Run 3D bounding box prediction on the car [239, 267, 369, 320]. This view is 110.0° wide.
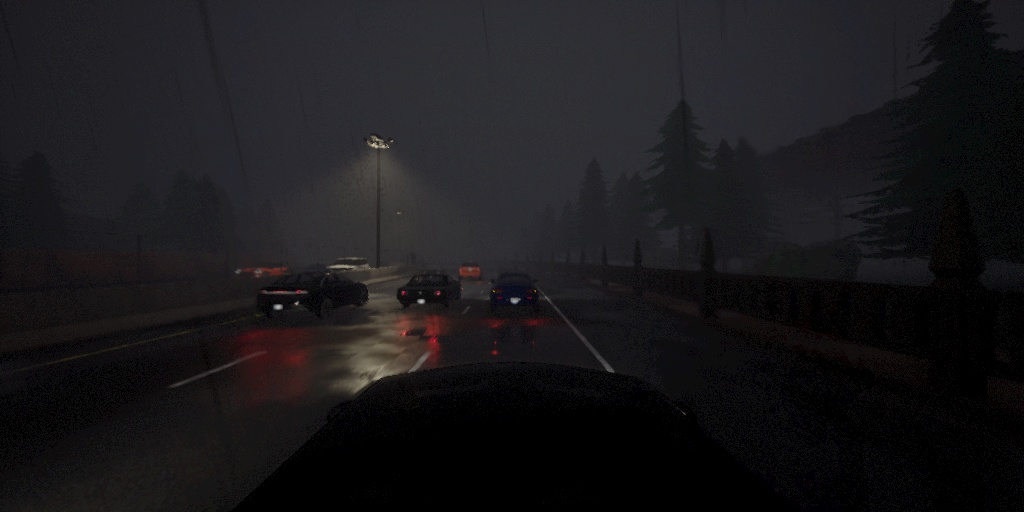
[{"bbox_3d":[-6.901,1.310,13.002,2.128,1.511,4.902,0,0,0],"label":"car"}]

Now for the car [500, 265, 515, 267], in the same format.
[{"bbox_3d":[-0.450,1.551,34.856,1.895,1.301,4.718,0,0,-5],"label":"car"}]

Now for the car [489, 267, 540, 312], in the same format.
[{"bbox_3d":[0.086,1.353,14.497,1.812,1.442,4.674,0,0,0],"label":"car"}]

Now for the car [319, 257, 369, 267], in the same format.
[{"bbox_3d":[-14.321,1.151,31.478,2.150,2.045,5.566,0,0,-3],"label":"car"}]

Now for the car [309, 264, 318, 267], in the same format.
[{"bbox_3d":[-18.050,1.467,33.437,1.812,1.442,4.674,0,0,-5],"label":"car"}]

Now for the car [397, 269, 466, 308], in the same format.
[{"bbox_3d":[-3.401,1.435,15.684,1.895,1.301,4.718,0,0,0],"label":"car"}]

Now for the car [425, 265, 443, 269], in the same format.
[{"bbox_3d":[-7.449,1.551,34.744,1.895,1.301,4.718,0,0,-5],"label":"car"}]

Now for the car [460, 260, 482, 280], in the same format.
[{"bbox_3d":[-3.963,1.301,34.594,2.097,1.767,4.553,0,0,-5],"label":"car"}]

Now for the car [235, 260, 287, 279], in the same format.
[{"bbox_3d":[-21.398,1.278,30.882,2.097,1.767,4.553,0,0,-4],"label":"car"}]
